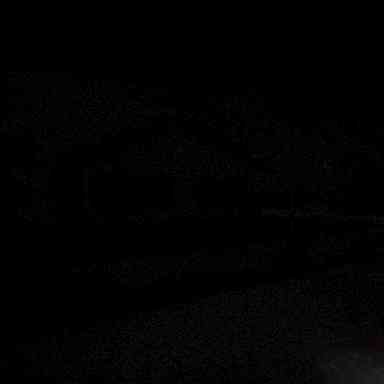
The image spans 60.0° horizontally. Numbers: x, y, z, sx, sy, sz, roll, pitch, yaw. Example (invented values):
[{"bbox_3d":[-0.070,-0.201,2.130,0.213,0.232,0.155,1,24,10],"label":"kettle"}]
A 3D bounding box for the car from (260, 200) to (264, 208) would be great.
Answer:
[{"bbox_3d":[7.526,1.491,44.947,2.128,1.511,4.902,0,0,-35],"label":"car"}]
